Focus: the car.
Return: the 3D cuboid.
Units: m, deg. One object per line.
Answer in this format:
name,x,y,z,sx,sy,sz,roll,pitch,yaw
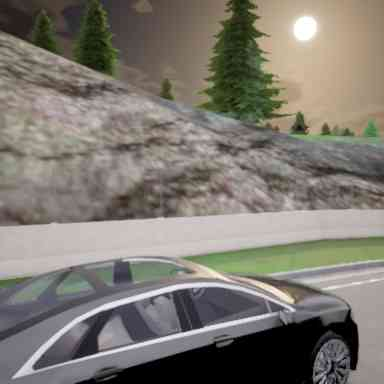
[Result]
car,-0.248,1.460,3.457,4.902,1.511,2.128,0,0,-33
